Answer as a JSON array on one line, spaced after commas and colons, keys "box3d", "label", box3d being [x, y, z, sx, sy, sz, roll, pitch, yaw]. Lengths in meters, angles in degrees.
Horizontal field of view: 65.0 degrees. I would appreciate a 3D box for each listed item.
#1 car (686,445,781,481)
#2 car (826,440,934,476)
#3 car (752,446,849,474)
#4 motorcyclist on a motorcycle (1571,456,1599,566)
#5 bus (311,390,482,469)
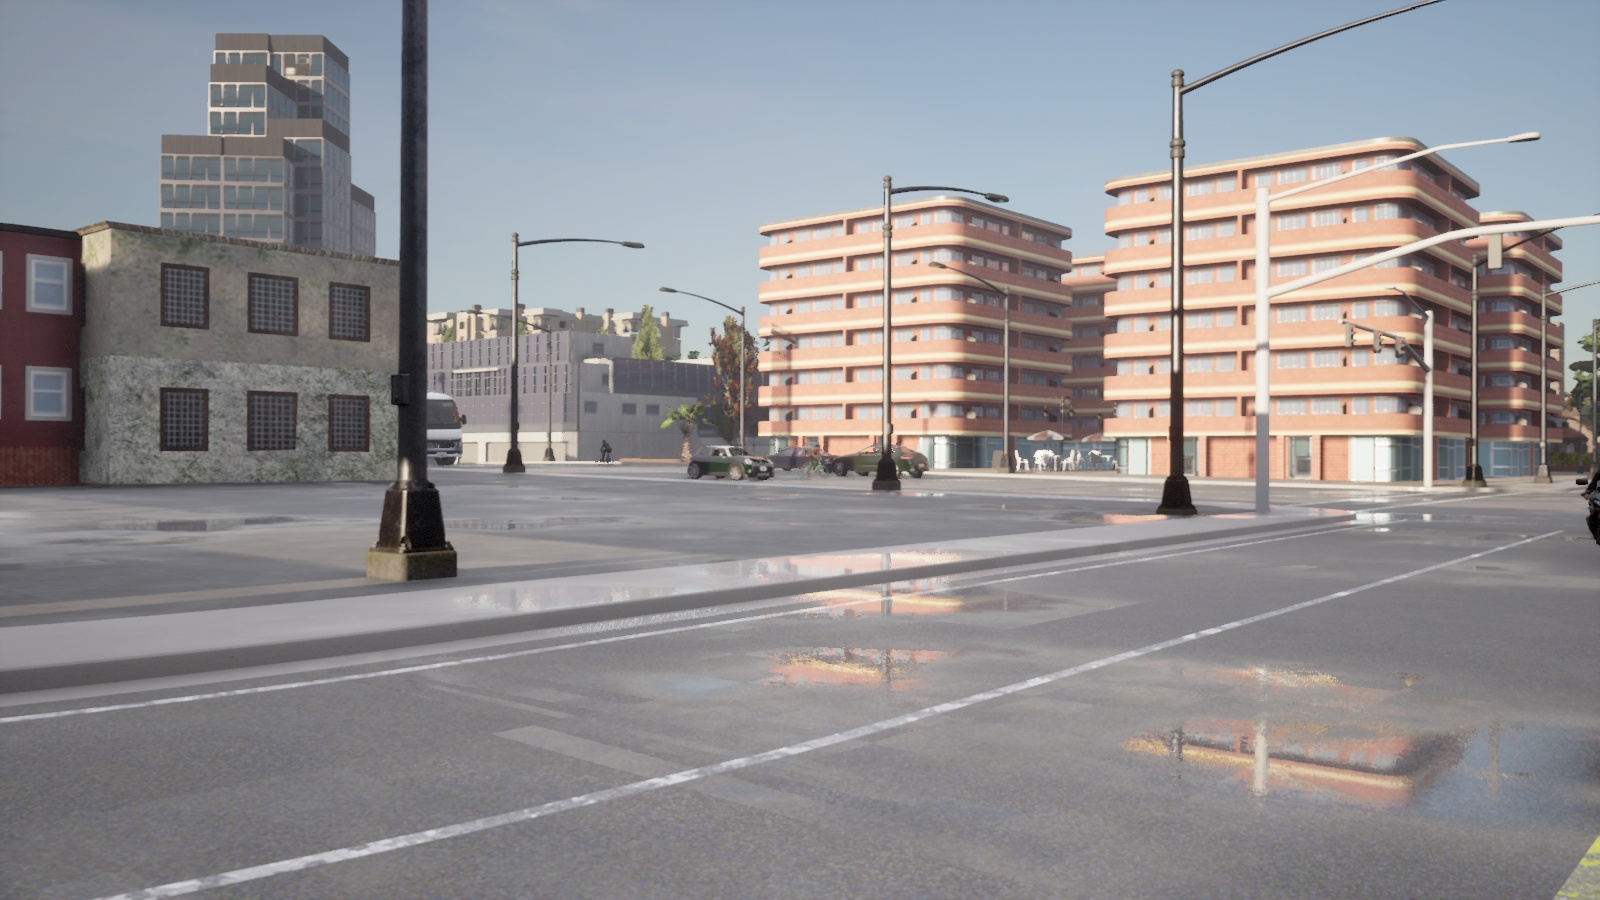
[{"box3d": [-2.898, 0.536, 54.340, 3.806, 1.475, 1.970, 1, 0, 40], "label": "car"}, {"box3d": [3.935, 0.382, 62.311, 5.027, 1.651, 2.152, 1, 1, 40], "label": "car"}, {"box3d": [-0.022, 0.542, 70.213, 5.357, 1.411, 2.033, 1, 1, 40], "label": "car"}, {"box3d": [11.824, 0.848, 18.206, 0.866, 1.530, 2.191, 0, 0, 38], "label": "motorcyclist on a motorcycle"}, {"box3d": [-23.148, -1.142, 71.764, 10.273, 4.253, 3.944, 0, 1, 36], "label": "bus"}]
